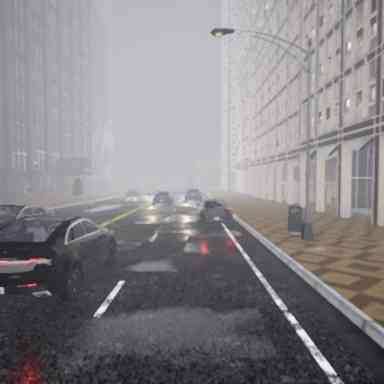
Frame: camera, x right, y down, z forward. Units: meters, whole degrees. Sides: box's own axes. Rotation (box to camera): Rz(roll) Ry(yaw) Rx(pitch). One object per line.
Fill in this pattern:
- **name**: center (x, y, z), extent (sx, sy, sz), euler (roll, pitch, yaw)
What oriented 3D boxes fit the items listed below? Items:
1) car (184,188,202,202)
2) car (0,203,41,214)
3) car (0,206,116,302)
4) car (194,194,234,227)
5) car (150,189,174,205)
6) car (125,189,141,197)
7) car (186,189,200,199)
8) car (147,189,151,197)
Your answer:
- **car**: center (0.180, 0.301, 40.514), extent (2.097, 1.767, 4.553), euler (0, 2, 1)
- **car**: center (-6.554, 1.181, 11.948), extent (2.128, 1.511, 4.902), euler (0, 1, 0)
- **car**: center (-3.121, 1.291, 7.720), extent (2.128, 1.511, 4.902), euler (0, 2, 0)
- **car**: center (1.204, 1.051, 18.340), extent (1.812, 1.442, 4.674), euler (0, 1, 0)
- **car**: center (-3.022, 0.611, 35.286), extent (1.812, 1.442, 4.674), euler (0, 2, 0)
- **car**: center (-9.613, 0.153, 54.179), extent (1.994, 1.385, 4.181), euler (0, 2, 1)
- **car**: center (0.205, 0.218, 51.133), extent (2.033, 1.411, 5.357), euler (0, 2, 1)
- **car**: center (-6.348, 0.158, 55.400), extent (1.895, 1.301, 4.718), euler (0, 2, 1)
